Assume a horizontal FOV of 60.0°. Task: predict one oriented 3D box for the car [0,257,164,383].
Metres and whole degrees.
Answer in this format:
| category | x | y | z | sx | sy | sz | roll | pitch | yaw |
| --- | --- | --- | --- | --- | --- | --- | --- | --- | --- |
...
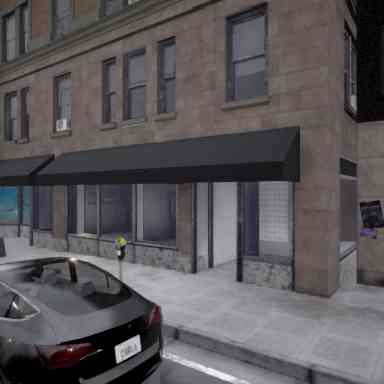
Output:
| category | x | y | z | sx | sy | sz | roll | pitch | yaw |
| --- | --- | --- | --- | --- | --- | --- | --- | --- | --- |
| car | -2.314 | 1.566 | 4.451 | 4.313 | 1.339 | 1.947 | 0 | 0 | 35 |
